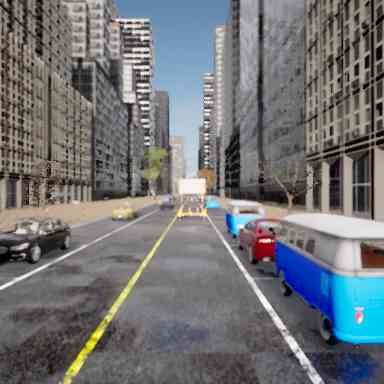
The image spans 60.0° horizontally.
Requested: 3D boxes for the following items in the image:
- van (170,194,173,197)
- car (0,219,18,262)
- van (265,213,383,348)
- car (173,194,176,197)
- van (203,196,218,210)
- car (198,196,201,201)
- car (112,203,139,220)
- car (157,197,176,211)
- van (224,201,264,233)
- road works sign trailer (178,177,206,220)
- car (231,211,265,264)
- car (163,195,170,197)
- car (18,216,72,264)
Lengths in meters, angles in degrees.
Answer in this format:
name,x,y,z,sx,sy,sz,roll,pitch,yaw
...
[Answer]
name,x,y,z,sx,sy,sz,roll,pitch,yaw
van,-5.702,1.555,74.157,1.690,1.788,3.998,0,0,0
car,-5.693,1.332,6.142,2.192,1.841,5.009,0,0,0
van,2.688,1.358,6.143,1.690,1.788,3.998,0,0,0
car,-5.702,1.798,85.492,2.008,1.369,4.403,0,0,0
van,2.682,1.470,45.817,1.690,1.788,3.998,0,0,0
car,2.677,1.815,91.160,2.008,1.369,4.403,0,0,0
car,-5.695,1.604,28.643,1.752,1.417,4.829,0,0,0
car,-3.098,1.720,42.564,1.895,1.301,4.718,0,0,0
van,2.686,1.389,17.478,1.690,1.788,3.998,0,0,0
road works sign trailer,-0.004,0.543,28.553,2.380,3.560,2.880,0,0,0
car,2.687,1.577,11.810,1.887,1.381,4.507,0,0,0
car,-5.700,1.704,62.650,1.752,1.417,4.829,0,0,0
car,-5.693,1.583,11.810,2.008,1.369,4.403,0,0,0
